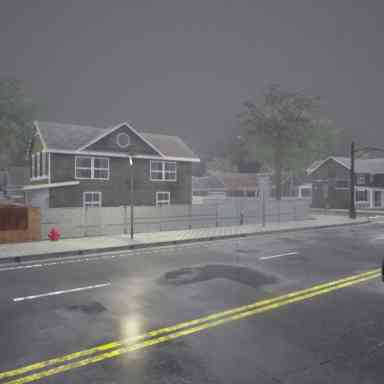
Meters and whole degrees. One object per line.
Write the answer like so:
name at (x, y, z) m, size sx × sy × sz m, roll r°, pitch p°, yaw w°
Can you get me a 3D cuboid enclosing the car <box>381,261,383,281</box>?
car at (6.404, 1.564, 8.010) m, size 4.181 × 1.385 × 1.994 m, roll 0°, pitch 0°, yaw -36°
